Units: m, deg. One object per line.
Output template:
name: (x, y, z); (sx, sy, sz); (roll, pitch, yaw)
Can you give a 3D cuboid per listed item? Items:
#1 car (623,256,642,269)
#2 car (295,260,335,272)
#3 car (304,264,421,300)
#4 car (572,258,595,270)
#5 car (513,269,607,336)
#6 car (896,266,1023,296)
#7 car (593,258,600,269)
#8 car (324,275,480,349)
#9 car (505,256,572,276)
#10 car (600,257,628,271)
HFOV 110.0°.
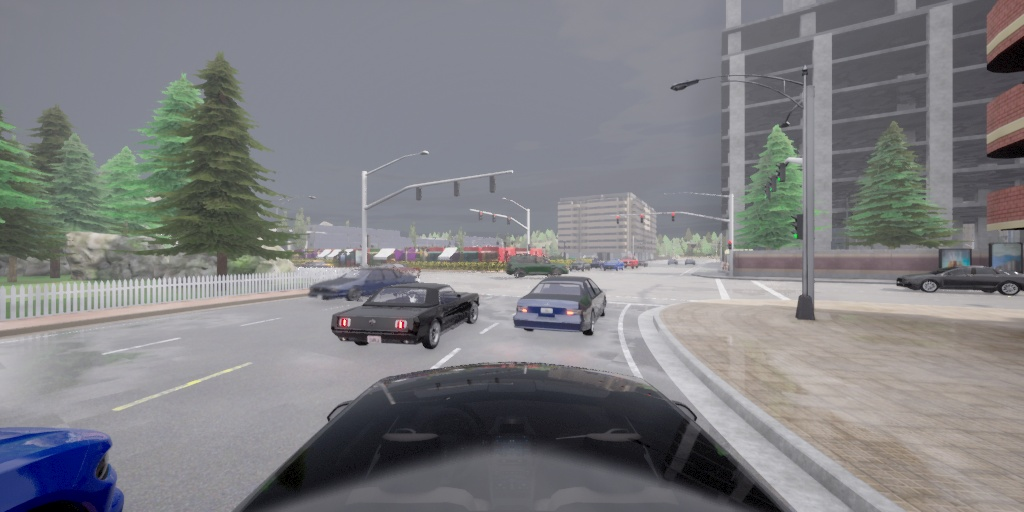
car: (18.721, 0.971, 57.301); (2.150, 2.045, 5.566); (0, 0, 30)
car: (-20.773, 1.353, 38.135); (5.357, 1.411, 2.033); (0, 0, 30)
car: (-6.858, 1.297, 17.289); (2.033, 1.411, 5.357); (0, 0, 25)
car: (8.939, 1.313, 47.202); (1.994, 1.385, 4.181); (0, 0, 30)
car: (1.655, 1.297, 10.576); (2.033, 1.411, 5.357); (0, 0, 20)
car: (24.995, 1.310, 20.017); (4.892, 1.490, 1.837); (0, 0, 30)
car: (13.270, 1.350, 54.817); (1.895, 1.301, 4.718); (0, 0, 30)
car: (-2.278, 1.351, 9.211); (1.895, 1.301, 4.718); (0, 0, 11)
car: (2.182, 1.011, 32.094); (5.566, 2.045, 2.150); (0, 1, -1)
car: (13.943, 1.227, 48.927); (1.882, 1.535, 5.008); (0, 0, 30)
